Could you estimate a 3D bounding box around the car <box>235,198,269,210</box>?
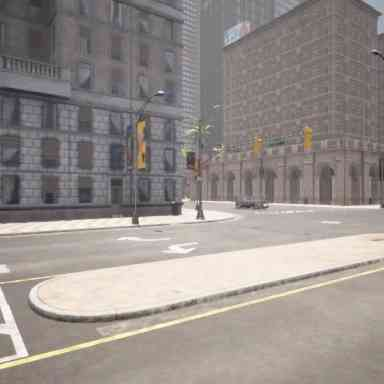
[{"bbox_3d":[7.599,1.491,42.372,2.128,1.511,4.902,0,0,-35],"label":"car"}]
